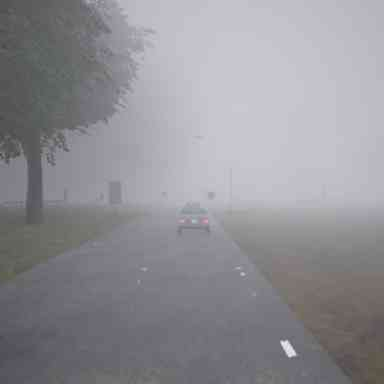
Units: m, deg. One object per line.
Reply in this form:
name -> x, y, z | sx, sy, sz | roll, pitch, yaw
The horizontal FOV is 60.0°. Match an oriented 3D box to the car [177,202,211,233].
car -> 0.104, 1.533, 19.272 | 2.033, 1.411, 5.357 | 0, 0, 0

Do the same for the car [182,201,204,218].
car -> 0.096, 1.566, 30.980 | 1.994, 1.385, 4.181 | 0, 0, 0
